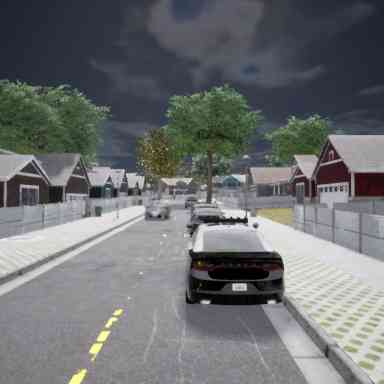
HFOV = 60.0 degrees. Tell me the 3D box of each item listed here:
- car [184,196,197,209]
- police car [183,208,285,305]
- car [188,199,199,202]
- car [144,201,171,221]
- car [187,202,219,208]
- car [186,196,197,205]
[{"bbox_3d":[-0.033,1.480,46.084,2.128,1.511,4.902,0,0,0],"label":"car"},{"bbox_3d":[0.813,1.426,8.286,1.930,1.638,5.238,0,0,0],"label":"police car"},{"bbox_3d":[0.790,1.502,24.180,1.837,1.490,4.892,0,0,0],"label":"car"},{"bbox_3d":[-2.791,1.486,27.609,2.128,1.511,4.902,0,0,0],"label":"car"},{"bbox_3d":[0.798,1.504,18.179,1.837,1.490,4.892,0,0,0],"label":"car"},{"bbox_3d":[-0.085,1.513,60.480,1.812,1.442,4.674,0,0,0],"label":"car"}]
